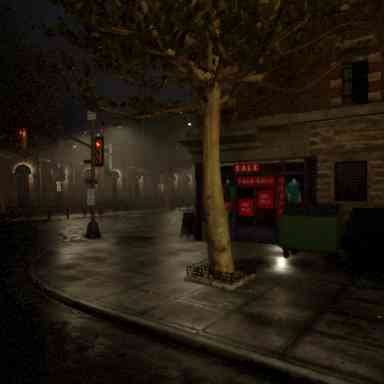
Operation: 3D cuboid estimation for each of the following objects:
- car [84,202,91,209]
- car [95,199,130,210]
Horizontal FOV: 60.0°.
[{"bbox_3d":[-12.153,1.595,45.125,1.895,1.301,4.718,0,0,36],"label":"car"},{"bbox_3d":[-10.043,1.564,42.670,1.994,1.385,4.181,0,0,36],"label":"car"}]
